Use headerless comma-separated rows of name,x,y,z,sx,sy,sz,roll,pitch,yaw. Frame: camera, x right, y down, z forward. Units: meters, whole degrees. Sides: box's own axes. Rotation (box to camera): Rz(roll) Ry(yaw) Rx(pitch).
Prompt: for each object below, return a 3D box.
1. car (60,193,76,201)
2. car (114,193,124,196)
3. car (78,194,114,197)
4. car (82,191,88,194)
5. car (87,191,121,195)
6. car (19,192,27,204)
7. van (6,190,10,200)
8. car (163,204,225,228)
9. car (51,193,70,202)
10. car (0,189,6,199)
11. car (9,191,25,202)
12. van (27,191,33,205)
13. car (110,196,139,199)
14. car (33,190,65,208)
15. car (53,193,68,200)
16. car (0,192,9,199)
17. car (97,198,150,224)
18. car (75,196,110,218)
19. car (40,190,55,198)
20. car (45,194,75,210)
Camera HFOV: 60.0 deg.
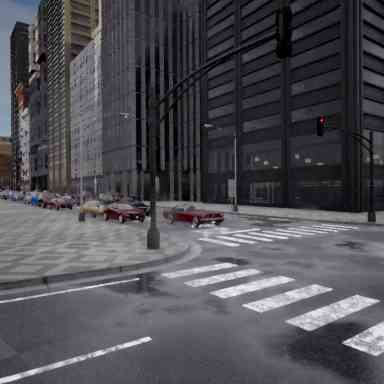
car,-24.481,0.949,65.454,1.802,1.307,4.206,0,1,-36
car,-7.979,1.200,42.682,1.947,1.339,4.313,0,1,-36
car,-10.740,1.275,36.663,2.033,1.411,5.357,-1,1,-36
car,-17.879,0.794,56.343,2.192,1.841,5.009,0,1,-36
car,-11.371,0.994,42.970,2.097,1.767,4.553,-1,1,-36
car,-24.786,1.126,51.345,2.008,1.369,4.403,0,1,-36
van,-34.685,0.748,65.007,1.690,1.788,3.998,0,1,-36
car,0.029,1.479,21.752,1.895,1.301,4.718,-1,1,-35
car,-23.746,0.932,60.043,2.128,1.511,4.902,-1,1,-36
car,-37.986,0.665,69.561,2.192,1.841,5.009,0,1,-36
car,-31.386,0.904,60.453,1.967,1.590,4.097,0,1,-36
van,-21.484,0.970,46.789,1.690,1.788,3.998,0,1,-36
car,-5.248,1.370,29.079,1.994,1.385,4.181,-1,1,-36
car,-18.183,0.996,42.234,2.192,1.841,5.009,0,1,-36
car,-27.781,0.855,70.007,1.887,1.381,4.507,0,1,-36
car,-44.587,0.778,78.671,1.887,1.381,4.507,0,1,-36
car,-4.982,1.416,24.017,1.887,1.381,4.507,0,1,-36
car,-8.183,1.353,28.434,1.752,1.417,4.829,0,1,-36
car,-34.380,0.510,79.114,2.192,1.841,5.009,0,1,-36
car,-14.884,1.276,37.681,1.887,1.381,4.507,0,1,-36
